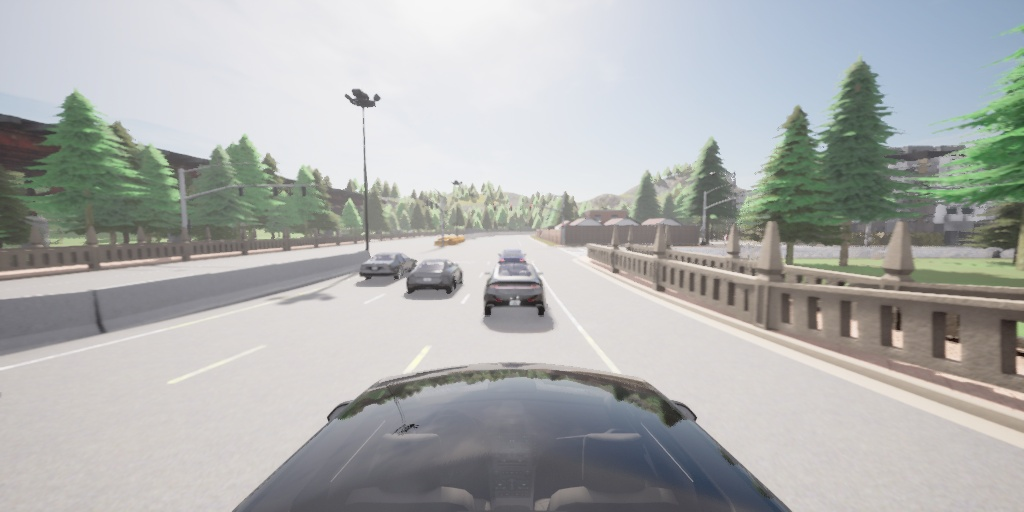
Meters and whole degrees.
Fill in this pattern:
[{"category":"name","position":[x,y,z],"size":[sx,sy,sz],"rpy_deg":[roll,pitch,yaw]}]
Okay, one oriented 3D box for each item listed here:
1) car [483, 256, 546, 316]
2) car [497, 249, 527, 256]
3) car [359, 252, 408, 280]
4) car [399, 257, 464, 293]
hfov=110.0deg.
[{"category":"car","position":[0.070,0.968,12.130],"size":[2.128,1.511,4.902],"rpy_deg":[0,2,0]},{"category":"car","position":[0.013,0.256,23.281],"size":[1.812,1.442,4.674],"rpy_deg":[0,4,0]},{"category":"car","position":[-6.972,0.472,20.700],"size":[2.033,1.411,5.357],"rpy_deg":[0,4,0]},{"category":"car","position":[-3.452,0.793,16.594],"size":[1.994,1.385,4.181],"rpy_deg":[0,4,0]}]
